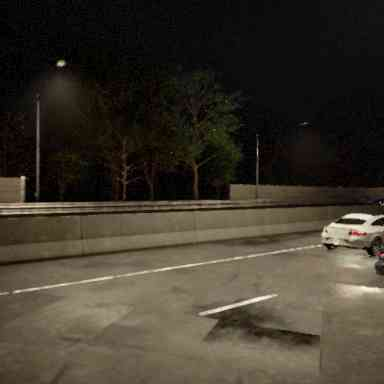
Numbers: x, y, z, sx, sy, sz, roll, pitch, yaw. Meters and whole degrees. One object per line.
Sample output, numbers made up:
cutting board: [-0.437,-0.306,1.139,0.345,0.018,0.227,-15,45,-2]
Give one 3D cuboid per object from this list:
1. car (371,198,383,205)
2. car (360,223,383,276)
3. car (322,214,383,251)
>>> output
car: [32.811,1.753,57.414,5.008,1.535,1.882,0,0,-35]
car: [6.934,1.589,8.785,5.357,1.411,2.033,0,0,-35]
car: [6.985,1.578,13.098,4.674,1.442,1.812,1,0,-36]
